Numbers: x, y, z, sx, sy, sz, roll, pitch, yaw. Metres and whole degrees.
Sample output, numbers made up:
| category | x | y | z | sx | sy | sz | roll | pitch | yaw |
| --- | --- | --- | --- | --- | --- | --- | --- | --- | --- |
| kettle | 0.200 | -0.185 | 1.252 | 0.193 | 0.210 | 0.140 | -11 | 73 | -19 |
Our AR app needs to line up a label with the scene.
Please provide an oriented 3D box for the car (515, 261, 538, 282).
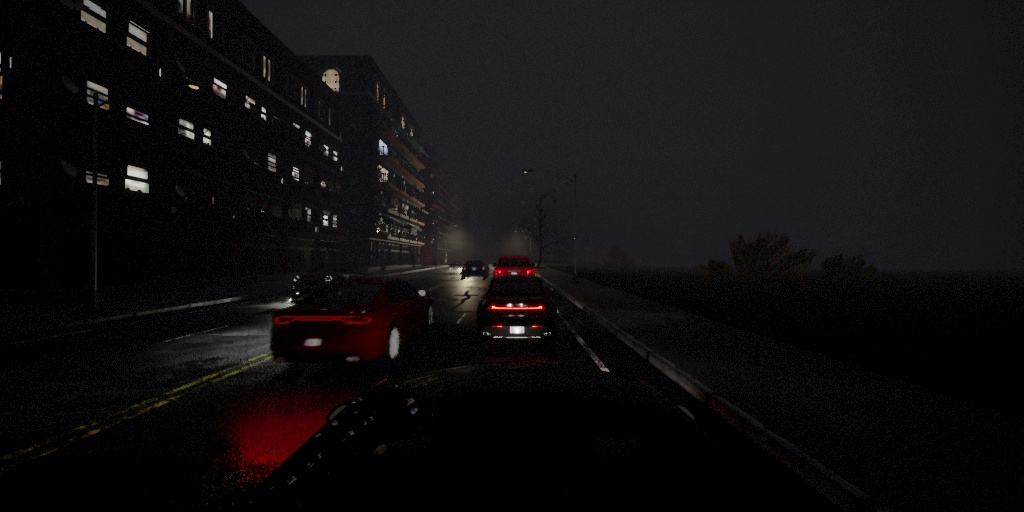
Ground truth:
| category | x | y | z | sx | sy | sz | roll | pitch | yaw |
| --- | --- | --- | --- | --- | --- | --- | --- | --- | --- |
| car | 1.150 | 1.209 | 30.472 | 1.801 | 1.575 | 5.366 | 0 | 0 | 0 |

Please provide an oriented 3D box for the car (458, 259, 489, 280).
| category | x | y | z | sx | sy | sz | roll | pitch | yaw |
| --- | --- | --- | --- | --- | --- | --- | --- | --- | --- |
| car | -3.138 | 1.105 | 31.661 | 2.097 | 1.767 | 4.553 | 0 | 0 | 0 |

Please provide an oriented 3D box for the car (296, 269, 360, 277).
| category | x | y | z | sx | sy | sz | roll | pitch | yaw |
| --- | --- | --- | --- | --- | --- | --- | --- | --- | --- |
| car | -6.594 | 1.353 | 14.378 | 1.895 | 1.301 | 4.718 | 0 | 0 | 0 |

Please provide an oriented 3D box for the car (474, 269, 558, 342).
| category | x | y | z | sx | sy | sz | roll | pitch | yaw |
| --- | --- | --- | --- | --- | --- | --- | --- | --- | --- |
| car | 0.105 | 1.256 | 9.717 | 1.837 | 1.490 | 4.892 | 0 | 0 | 0 |

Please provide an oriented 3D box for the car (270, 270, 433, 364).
| category | x | y | z | sx | sy | sz | roll | pitch | yaw |
| --- | --- | --- | --- | --- | --- | --- | --- | --- | --- |
| car | -3.147 | 1.229 | 8.154 | 1.882 | 1.535 | 5.008 | 0 | 0 | 0 |

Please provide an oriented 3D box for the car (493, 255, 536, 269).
| category | x | y | z | sx | sy | sz | roll | pitch | yaw |
| --- | --- | --- | --- | --- | --- | --- | --- | --- | --- |
| car | 0.108 | 0.975 | 20.064 | 2.150 | 2.045 | 5.566 | 0 | 0 | 0 |

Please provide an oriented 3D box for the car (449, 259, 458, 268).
| category | x | y | z | sx | sy | sz | roll | pitch | yaw |
| --- | --- | --- | --- | --- | --- | --- | --- | --- | --- |
| car | -9.790 | 1.277 | 62.467 | 1.812 | 1.442 | 4.674 | 0 | 0 | 0 |

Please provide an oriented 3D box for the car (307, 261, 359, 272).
| category | x | y | z | sx | sy | sz | roll | pitch | yaw |
| --- | --- | --- | --- | --- | --- | --- | --- | --- | --- |
| car | -9.842 | 1.105 | 19.575 | 2.097 | 1.767 | 4.553 | 0 | 0 | 0 |
